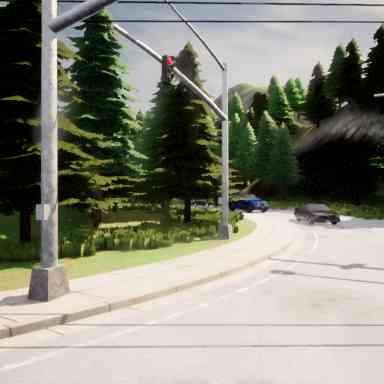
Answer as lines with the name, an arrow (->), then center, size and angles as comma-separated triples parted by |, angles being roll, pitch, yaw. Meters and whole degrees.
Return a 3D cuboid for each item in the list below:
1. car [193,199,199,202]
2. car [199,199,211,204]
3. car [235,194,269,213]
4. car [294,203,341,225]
car -> -1.934, 0.840, 49.680 | 2.150, 2.045, 5.566 | 0, 0, -42
car -> 2.036, 1.505, 50.039 | 1.837, 1.490, 4.892 | 0, 0, -37
car -> 6.129, 1.221, 36.874 | 2.150, 2.045, 5.566 | 0, 0, -26
car -> 9.026, 1.547, 24.506 | 2.033, 1.411, 5.357 | 0, 0, 2
